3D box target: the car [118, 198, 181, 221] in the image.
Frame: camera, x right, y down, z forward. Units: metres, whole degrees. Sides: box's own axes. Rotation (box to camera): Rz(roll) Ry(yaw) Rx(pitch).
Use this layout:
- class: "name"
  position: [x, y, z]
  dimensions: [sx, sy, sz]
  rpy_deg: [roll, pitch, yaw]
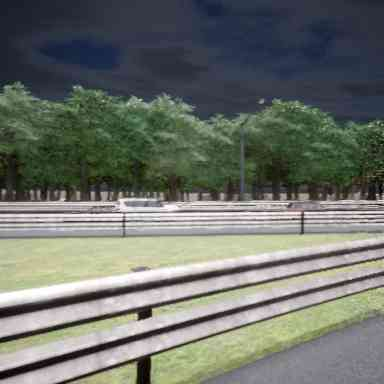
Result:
- class: "car"
  position: [-3.908, 1.572, 30.874]
  dimensions: [5.566, 2.045, 2.150]
  rpy_deg: [0, 0, -6]

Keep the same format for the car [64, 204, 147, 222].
- class: "car"
  position: [-6.151, 1.816, 23.607]
  dimensions: [5.357, 1.411, 2.033]
  rpy_deg: [0, 0, -6]

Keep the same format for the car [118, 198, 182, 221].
- class: "car"
  position: [-3.550, 1.582, 27.393]
  dimensions: [5.566, 2.045, 2.150]
  rpy_deg: [0, 0, -6]

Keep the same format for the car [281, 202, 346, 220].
- class: "car"
  position: [9.195, 1.570, 25.186]
  dimensions: [4.553, 1.767, 2.097]
  rpy_deg: [0, 0, -6]
